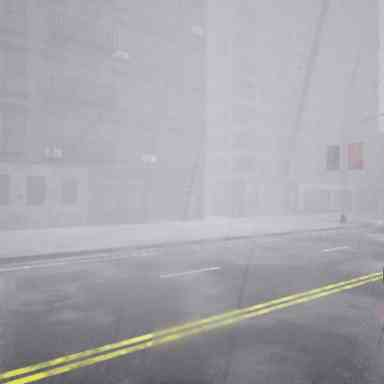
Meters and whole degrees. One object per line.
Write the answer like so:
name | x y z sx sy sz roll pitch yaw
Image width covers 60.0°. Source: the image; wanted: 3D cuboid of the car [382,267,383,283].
car | 6.472 1.657 8.065 4.181 1.385 1.994 1 0 -35
